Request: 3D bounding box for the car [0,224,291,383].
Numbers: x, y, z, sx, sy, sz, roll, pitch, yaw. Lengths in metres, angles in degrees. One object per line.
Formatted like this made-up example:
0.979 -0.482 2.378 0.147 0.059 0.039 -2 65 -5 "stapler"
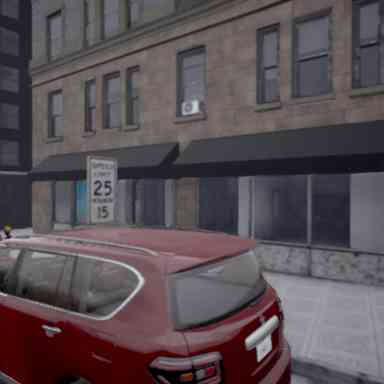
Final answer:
-1.367 1.346 4.043 5.009 1.841 2.192 -1 0 36 "car"
